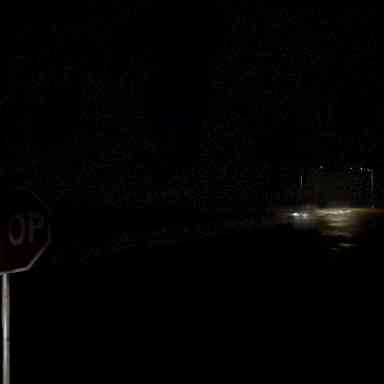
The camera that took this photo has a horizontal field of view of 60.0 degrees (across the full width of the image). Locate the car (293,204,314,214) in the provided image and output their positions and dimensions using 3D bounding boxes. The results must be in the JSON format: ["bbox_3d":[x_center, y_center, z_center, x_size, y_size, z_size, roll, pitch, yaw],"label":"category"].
[{"bbox_3d":[16.256,2.433,48.320,1.994,1.385,4.181,-1,-1,36],"label":"car"}]
